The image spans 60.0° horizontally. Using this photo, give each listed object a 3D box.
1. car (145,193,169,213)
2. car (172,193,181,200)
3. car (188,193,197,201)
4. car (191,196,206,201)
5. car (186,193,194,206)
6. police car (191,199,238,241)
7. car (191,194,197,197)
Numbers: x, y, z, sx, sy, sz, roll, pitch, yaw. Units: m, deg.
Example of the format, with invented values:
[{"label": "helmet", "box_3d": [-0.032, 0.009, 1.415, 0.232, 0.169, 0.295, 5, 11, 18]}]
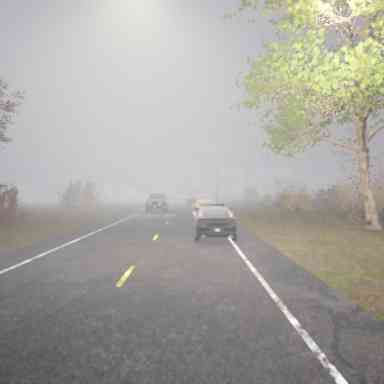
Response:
[{"label": "car", "box_3d": [-3.592, 1.081, 35.001, 2.150, 2.045, 5.566, 0, 0, 0]}, {"label": "car", "box_3d": [-3.491, 1.092, 75.984, 2.128, 1.511, 4.902, 0, 0, 0]}, {"label": "car", "box_3d": [0.008, 1.071, 70.494, 1.837, 1.490, 4.892, 0, 0, 0]}, {"label": "car", "box_3d": [1.052, 1.373, 26.282, 1.882, 1.535, 5.008, 0, 0, 0]}, {"label": "car", "box_3d": [0.008, 1.318, 51.471, 1.812, 1.442, 4.674, 0, 0, 0]}, {"label": "police car", "box_3d": [1.052, 1.361, 16.391, 1.930, 1.638, 5.238, 0, 0, 0]}, {"label": "car", "box_3d": [1.053, 1.326, 32.474, 1.801, 1.575, 5.366, 0, 0, 0]}]
